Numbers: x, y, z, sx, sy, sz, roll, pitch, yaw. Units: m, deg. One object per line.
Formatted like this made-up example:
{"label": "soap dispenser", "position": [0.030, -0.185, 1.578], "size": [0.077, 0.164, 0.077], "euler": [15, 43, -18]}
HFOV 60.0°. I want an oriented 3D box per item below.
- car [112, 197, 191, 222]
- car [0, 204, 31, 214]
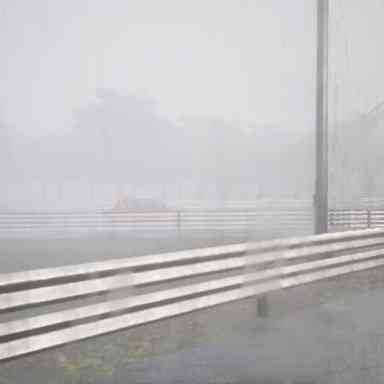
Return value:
{"label": "car", "position": [-2.884, 1.389, 23.574], "size": [5.566, 2.045, 2.150], "euler": [-1, 1, 1]}
{"label": "car", "position": [-17.869, 1.829, 30.890], "size": [5.357, 1.411, 2.033], "euler": [-1, 1, 2]}
